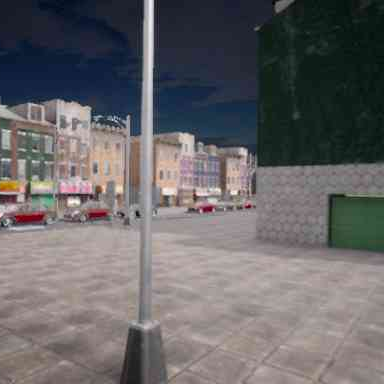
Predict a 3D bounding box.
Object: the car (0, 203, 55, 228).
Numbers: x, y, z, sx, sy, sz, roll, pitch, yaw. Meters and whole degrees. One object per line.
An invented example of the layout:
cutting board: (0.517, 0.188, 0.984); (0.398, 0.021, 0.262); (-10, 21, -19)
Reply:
car: (-11.423, 1.473, 22.270); (1.967, 1.590, 4.097); (1, 0, 36)

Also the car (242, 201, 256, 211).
car: (7.525, 1.960, 48.804); (1.887, 1.381, 4.507); (0, 0, 36)

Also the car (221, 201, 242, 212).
car: (4.366, 1.901, 44.381); (2.008, 1.369, 4.403); (0, 0, 36)

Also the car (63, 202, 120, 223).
car: (-8.265, 1.534, 26.692); (1.967, 1.590, 4.097); (1, 0, 36)

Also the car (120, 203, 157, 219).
car: (-5.108, 1.723, 31.114); (1.947, 1.339, 4.313); (1, 0, 36)

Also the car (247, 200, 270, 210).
car: (10.683, 2.047, 53.227); (1.947, 1.339, 4.313); (0, 0, 36)

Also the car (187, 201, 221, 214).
car: (1.208, 1.830, 39.959); (1.887, 1.381, 4.507); (0, 0, 36)
